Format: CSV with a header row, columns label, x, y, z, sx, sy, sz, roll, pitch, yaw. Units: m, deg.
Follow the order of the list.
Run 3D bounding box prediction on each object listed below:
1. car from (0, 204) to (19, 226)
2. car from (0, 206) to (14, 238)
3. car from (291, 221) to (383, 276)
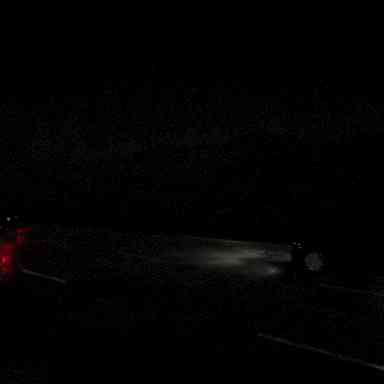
label,x,y,z,sx,sy,sz,roll,pitch,yaw
car,-13.428,1.526,22.304,4.674,1.442,1.812,0,0,36
car,-10.855,1.524,16.133,4.674,1.442,1.812,0,0,36
car,5.208,1.498,8.852,5.008,1.535,1.882,0,0,36
